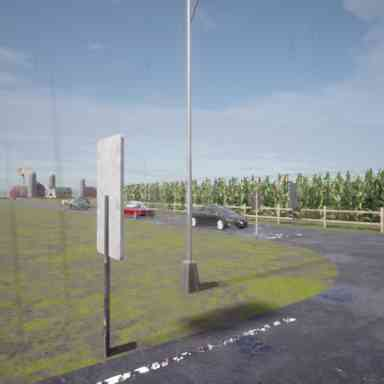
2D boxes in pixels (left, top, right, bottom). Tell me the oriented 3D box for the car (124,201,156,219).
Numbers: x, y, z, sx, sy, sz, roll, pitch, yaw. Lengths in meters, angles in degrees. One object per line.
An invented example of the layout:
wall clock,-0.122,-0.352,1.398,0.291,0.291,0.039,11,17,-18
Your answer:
car,-5.313,1.855,32.220,1.895,1.301,4.718,0,-1,-34

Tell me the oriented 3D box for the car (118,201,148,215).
car,-7.199,1.859,40.195,1.812,1.442,4.674,0,-1,-34

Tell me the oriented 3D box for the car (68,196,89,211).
car,-16.806,1.793,49.146,2.097,1.767,4.553,0,-1,-34

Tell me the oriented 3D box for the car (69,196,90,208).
car,-19.959,1.758,58.830,2.150,2.045,5.566,0,-1,-34

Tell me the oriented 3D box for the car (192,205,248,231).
car,1.632,1.647,22.083,1.837,1.490,4.892,0,-1,-35
